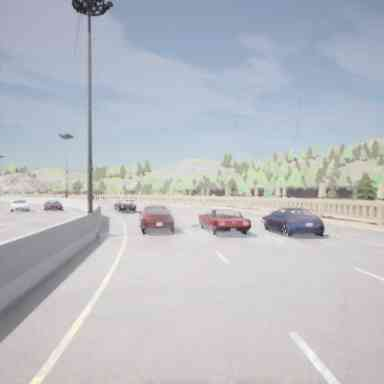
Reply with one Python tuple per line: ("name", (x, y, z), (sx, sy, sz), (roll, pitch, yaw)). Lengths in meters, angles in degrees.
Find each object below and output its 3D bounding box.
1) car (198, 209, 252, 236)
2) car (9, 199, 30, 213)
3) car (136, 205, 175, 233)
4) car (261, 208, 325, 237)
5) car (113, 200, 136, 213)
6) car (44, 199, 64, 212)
("car", (1.644, 1.574, 18.518), (1.895, 1.301, 4.718), (0, 0, -10))
("car", (-19.591, 1.568, 37.974), (1.812, 1.442, 4.674), (0, 0, -26))
("car", (-2.153, 1.514, 19.558), (1.812, 1.442, 4.674), (0, 0, -11))
("car", (5.267, 1.523, 17.826), (1.994, 1.385, 4.181), (0, 0, -10))
("car", (-7.645, 1.593, 37.478), (1.895, 1.301, 4.718), (0, 0, -22))
("car", (-16.499, 1.592, 39.620), (1.994, 1.385, 4.181), (0, 0, -26))
